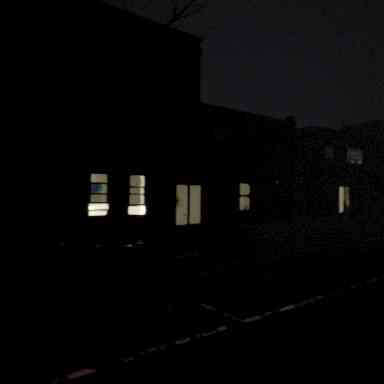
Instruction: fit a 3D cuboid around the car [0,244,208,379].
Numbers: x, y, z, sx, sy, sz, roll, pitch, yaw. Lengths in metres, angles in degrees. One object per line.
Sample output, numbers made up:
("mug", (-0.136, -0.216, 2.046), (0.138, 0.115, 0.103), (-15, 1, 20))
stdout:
("car", (-1.643, 1.578, 5.415), (4.206, 1.307, 1.802), (0, 1, -35))
